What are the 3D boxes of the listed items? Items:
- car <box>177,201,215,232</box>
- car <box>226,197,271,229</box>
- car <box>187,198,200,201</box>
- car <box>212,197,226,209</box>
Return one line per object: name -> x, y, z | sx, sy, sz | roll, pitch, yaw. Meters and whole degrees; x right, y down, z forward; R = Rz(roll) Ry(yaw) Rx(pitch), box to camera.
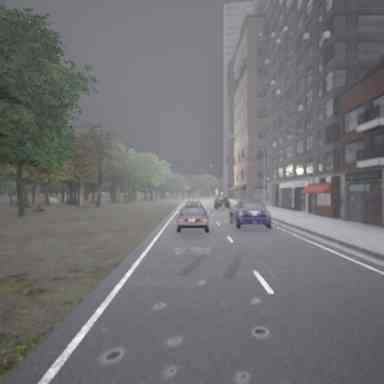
car -> 0.077, 1.499, 19.751 | 2.033, 1.411, 5.357 | 0, 0, 1
car -> 3.656, 1.298, 21.566 | 2.097, 1.767, 4.553 | 0, 0, 0
car -> 0.200, 1.437, 41.205 | 1.895, 1.301, 4.718 | 0, 0, 0
car -> 3.710, 1.341, 41.806 | 1.837, 1.490, 4.892 | 0, 0, 0
